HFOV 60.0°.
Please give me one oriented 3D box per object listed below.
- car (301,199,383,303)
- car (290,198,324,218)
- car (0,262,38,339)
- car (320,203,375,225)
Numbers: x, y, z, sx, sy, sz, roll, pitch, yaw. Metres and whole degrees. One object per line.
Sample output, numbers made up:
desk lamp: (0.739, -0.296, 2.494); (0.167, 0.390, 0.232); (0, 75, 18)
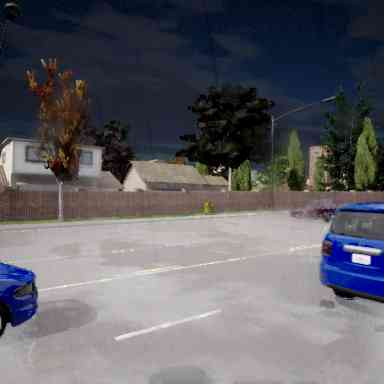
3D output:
car: (5.079, 1.227, 7.242); (5.566, 2.045, 2.150); (0, 0, -35)
car: (10.472, 1.363, 28.531); (4.553, 1.767, 2.097); (0, 0, -35)
car: (-4.819, 1.477, 4.480); (5.008, 1.535, 1.882); (0, 0, -35)
car: (11.803, 1.574, 25.182); (4.181, 1.385, 1.994); (0, 0, -35)
